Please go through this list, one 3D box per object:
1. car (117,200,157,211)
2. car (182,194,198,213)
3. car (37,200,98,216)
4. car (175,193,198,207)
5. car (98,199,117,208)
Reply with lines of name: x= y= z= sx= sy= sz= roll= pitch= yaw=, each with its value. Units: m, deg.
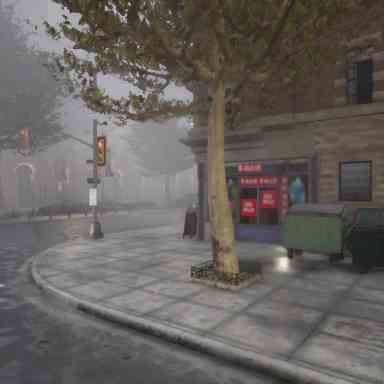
car: x=-6.576 y=1.600 z=41.206 sx=1.895 sy=1.301 sz=4.718 roll=0 pitch=0 yaw=36
car: x=1.444 y=1.351 z=32.358 sx=2.097 sy=1.767 sz=4.553 roll=0 pitch=0 yaw=36
car: x=-12.472 y=1.546 z=33.122 sx=2.033 sy=1.411 sz=5.357 roll=0 pitch=0 yaw=36
car: x=-0.237 y=1.220 z=49.876 sx=2.150 sy=2.045 sz=5.566 roll=0 pitch=0 yaw=36
car: x=-11.975 y=1.594 z=45.089 sx=1.895 sy=1.301 sz=4.718 roll=0 pitch=0 yaw=36
